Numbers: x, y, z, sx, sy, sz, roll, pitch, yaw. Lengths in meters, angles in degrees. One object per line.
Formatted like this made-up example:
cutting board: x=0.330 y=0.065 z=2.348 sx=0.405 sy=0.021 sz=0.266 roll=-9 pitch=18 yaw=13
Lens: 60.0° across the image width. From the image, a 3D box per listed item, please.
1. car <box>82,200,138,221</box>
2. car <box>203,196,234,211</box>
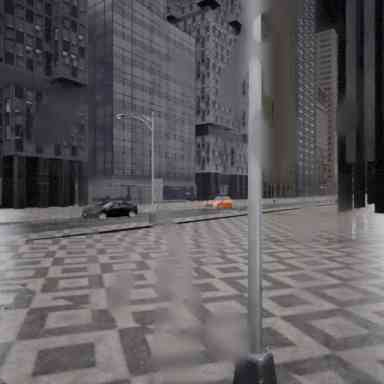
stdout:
car: x=-6.641 y=1.449 z=27.275 sx=1.882 sy=1.535 sz=5.008 roll=0 pitch=0 yaw=36
car: x=3.245 y=1.303 z=40.775 sx=2.097 sy=1.767 sz=4.553 roll=0 pitch=0 yaw=36
